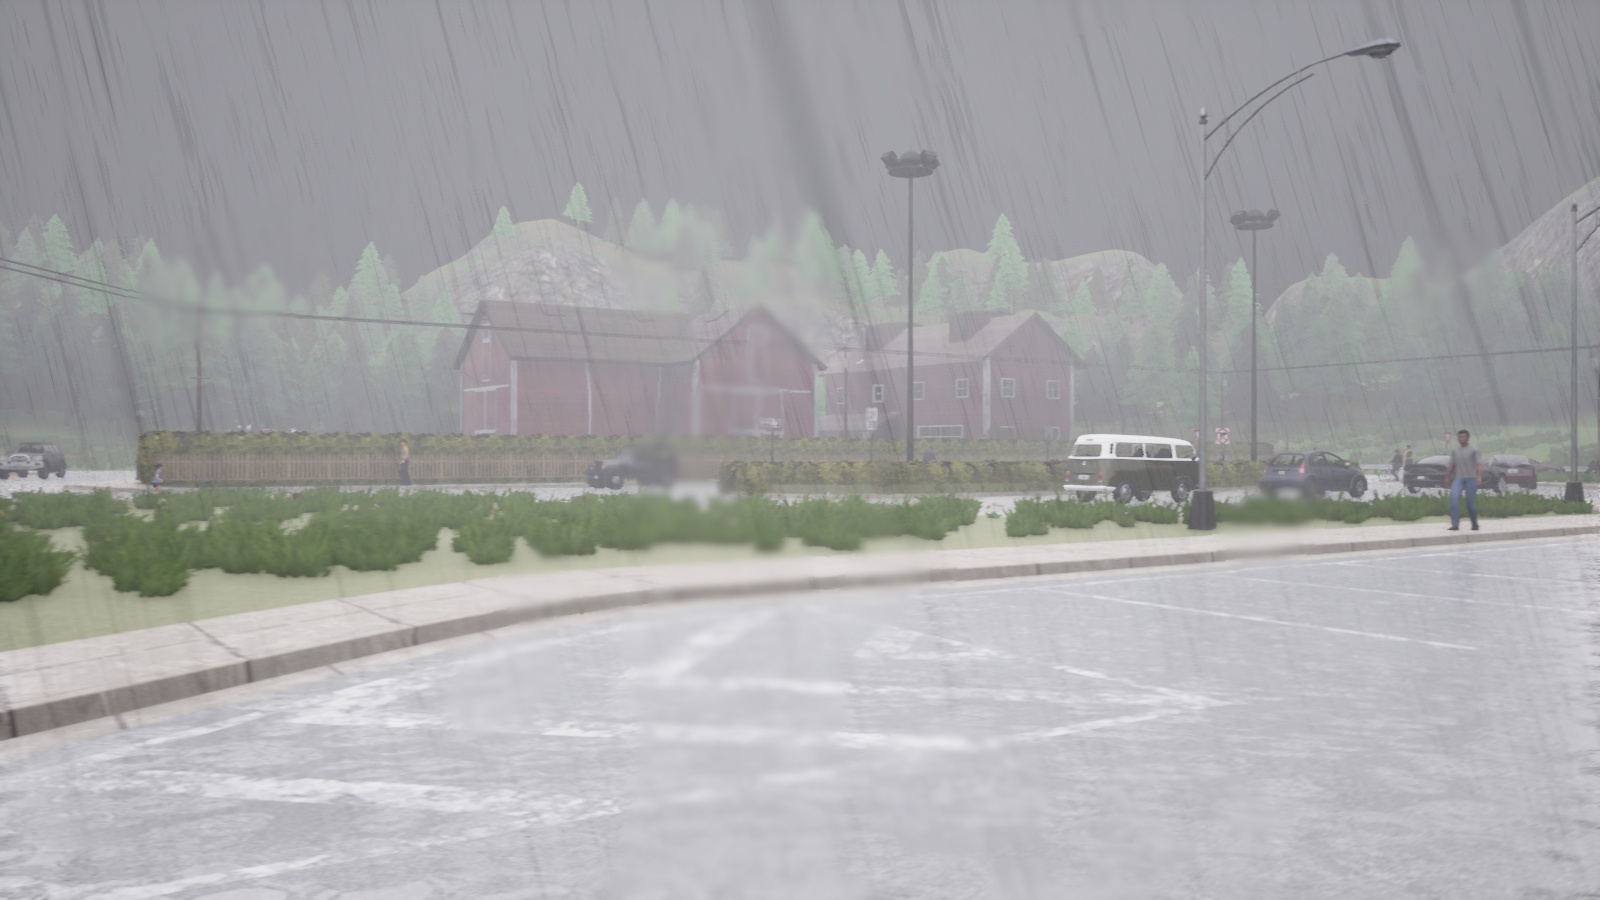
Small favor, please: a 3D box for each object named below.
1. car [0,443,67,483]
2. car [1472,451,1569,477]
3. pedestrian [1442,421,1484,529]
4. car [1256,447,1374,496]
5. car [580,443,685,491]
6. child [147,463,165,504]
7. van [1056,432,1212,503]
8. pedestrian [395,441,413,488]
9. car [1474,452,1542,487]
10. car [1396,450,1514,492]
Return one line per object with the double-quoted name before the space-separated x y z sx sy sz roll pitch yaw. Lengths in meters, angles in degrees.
"car" -37.067 0.619 60.580 1.932 1.855 4.605 0 0 -17
"car" 43.578 0.838 76.055 4.792 1.488 2.163 0 0 21
"pedestrian" 11.551 0.429 21.868 0.706 1.836 0.354 0 0 -35
"car" 17.668 0.710 43.070 3.988 1.617 1.851 0 0 -34
"car" -6.874 0.680 51.644 3.866 1.878 1.905 0 0 -34
"child" -17.312 0.898 33.747 0.394 1.110 0.255 0 0 -38
"van" 10.117 0.532 37.971 4.480 2.038 2.069 1 -1 -32
"pedestrian" -15.558 0.552 49.346 0.594 1.836 0.345 0 0 -30
"car" 31.172 0.814 55.395 2.163 1.488 4.792 0 0 24
"car" 25.141 0.787 48.149 5.008 1.535 1.882 0 0 -34
